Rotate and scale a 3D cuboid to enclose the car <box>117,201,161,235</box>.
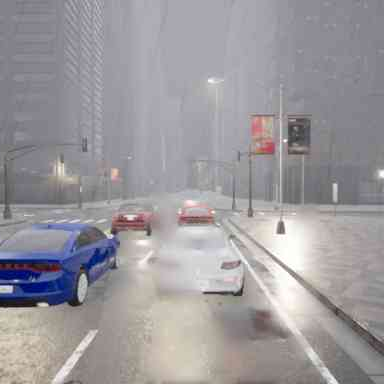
[{"bbox_3d":[-2.995,1.346,18.759,2.097,1.767,4.553,0,0,2],"label":"car"}]

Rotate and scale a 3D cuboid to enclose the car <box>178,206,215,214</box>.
[{"bbox_3d":[0.254,1.473,18.216,1.882,1.535,5.008,0,0,0],"label":"car"}]

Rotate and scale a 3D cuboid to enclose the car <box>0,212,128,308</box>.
[{"bbox_3d":[-3.085,1.477,8.036,1.882,1.535,5.008,0,0,1],"label":"car"}]

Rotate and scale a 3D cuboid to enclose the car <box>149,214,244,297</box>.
[{"bbox_3d":[0.177,1.525,8.429,1.812,1.442,4.674,0,0,0],"label":"car"}]
